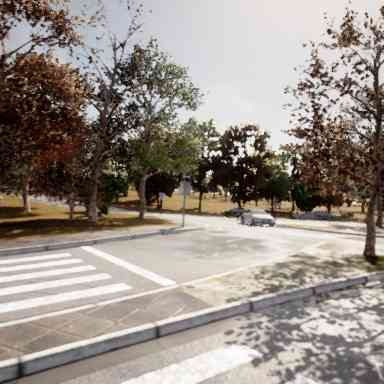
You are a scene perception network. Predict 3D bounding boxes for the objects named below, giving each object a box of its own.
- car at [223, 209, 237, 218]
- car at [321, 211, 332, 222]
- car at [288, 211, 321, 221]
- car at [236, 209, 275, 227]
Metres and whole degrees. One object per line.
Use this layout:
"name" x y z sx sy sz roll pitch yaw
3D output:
"car" 6.253 2.963 45.660 1.895 1.301 4.718 1 -3 40
"car" 20.023 3.763 53.621 4.553 1.767 2.097 3 -2 -5
"car" 16.465 3.623 49.462 4.181 1.385 1.994 4 -3 -20
"car" 5.653 2.213 28.982 1.812 1.442 4.674 3 -2 -8
